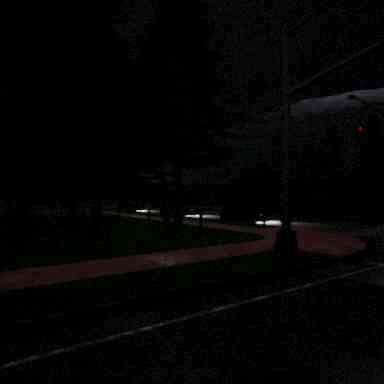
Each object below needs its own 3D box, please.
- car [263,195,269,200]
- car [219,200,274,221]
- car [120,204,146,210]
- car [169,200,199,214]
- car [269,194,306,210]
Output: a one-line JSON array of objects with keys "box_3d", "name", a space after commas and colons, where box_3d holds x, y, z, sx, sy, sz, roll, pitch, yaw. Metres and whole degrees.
[{"box_3d": [9.723, 1.166, 40.304, 3.866, 1.878, 1.905, 0, 0, -37], "name": "car"}, {"box_3d": [4.106, 1.553, 26.843, 1.994, 1.385, 4.181, 0, 0, -37], "name": "car"}, {"box_3d": [-7.535, 1.554, 42.399, 1.994, 1.385, 4.181, 0, 0, -37], "name": "car"}, {"box_3d": [-1.165, 1.553, 33.914, 1.994, 1.385, 4.181, 0, 0, -37], "name": "car"}, {"box_3d": [11.540, 1.164, 38.524, 4.605, 1.855, 1.932, 0, 0, -37], "name": "car"}]
